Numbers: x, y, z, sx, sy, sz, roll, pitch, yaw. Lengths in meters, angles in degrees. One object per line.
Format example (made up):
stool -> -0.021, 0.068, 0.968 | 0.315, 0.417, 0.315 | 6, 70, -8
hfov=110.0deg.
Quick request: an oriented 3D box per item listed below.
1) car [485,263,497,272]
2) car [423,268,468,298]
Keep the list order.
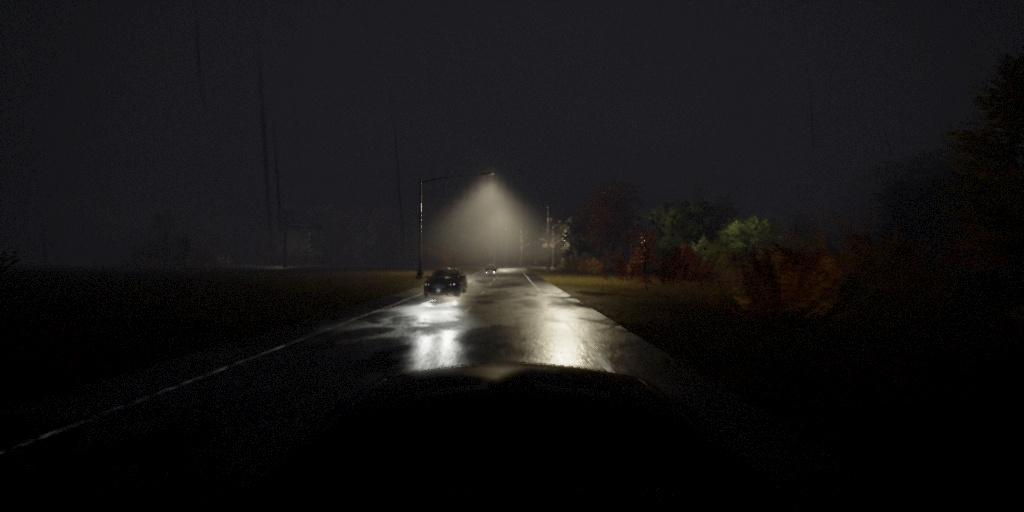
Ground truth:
car -> -3.571, 1.923, 61.393 | 2.033, 1.411, 5.357 | 0, -1, 1
car -> -3.611, 1.445, 20.073 | 2.128, 1.511, 4.902 | 0, -1, 0
